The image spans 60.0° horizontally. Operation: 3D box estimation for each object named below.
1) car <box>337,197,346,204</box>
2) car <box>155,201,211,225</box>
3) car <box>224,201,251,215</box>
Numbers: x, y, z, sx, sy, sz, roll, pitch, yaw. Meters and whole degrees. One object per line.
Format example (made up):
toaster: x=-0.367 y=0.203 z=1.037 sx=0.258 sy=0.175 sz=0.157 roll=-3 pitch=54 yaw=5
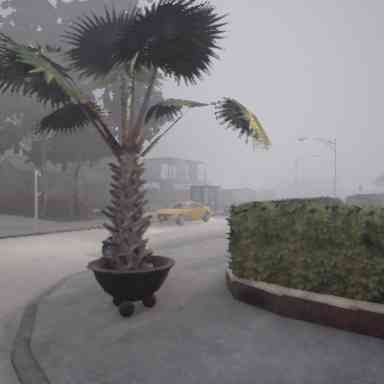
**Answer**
car: x=20.751 y=1.481 z=46.420 sx=1.812 sy=1.442 sz=4.674 roll=0 pitch=0 yaw=36
car: x=-0.522 y=1.414 z=23.779 sx=1.882 sy=1.535 sz=5.008 roll=0 pitch=0 yaw=35
car: x=4.928 y=1.537 z=31.432 sx=1.895 sy=1.301 sz=4.718 roll=0 pitch=0 yaw=36
